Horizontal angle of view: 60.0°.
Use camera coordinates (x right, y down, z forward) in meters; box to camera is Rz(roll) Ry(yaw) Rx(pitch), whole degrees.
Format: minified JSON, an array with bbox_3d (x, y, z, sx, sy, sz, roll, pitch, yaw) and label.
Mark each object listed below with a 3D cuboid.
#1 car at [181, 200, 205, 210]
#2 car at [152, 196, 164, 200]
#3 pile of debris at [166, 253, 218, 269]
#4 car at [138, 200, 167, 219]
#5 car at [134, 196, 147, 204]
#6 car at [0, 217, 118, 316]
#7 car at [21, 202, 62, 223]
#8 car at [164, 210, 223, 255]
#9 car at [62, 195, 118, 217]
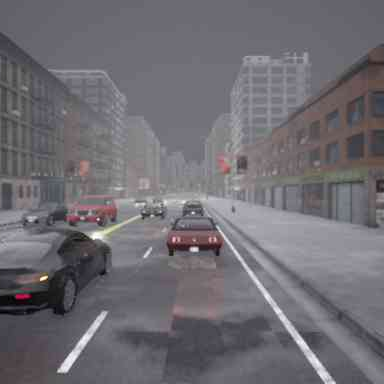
[{"bbox_3d":[0.096,1.501,30.348,1.837,1.490,4.892,0,0,0],"label":"car"},{"bbox_3d":[-6.520,1.487,63.677,1.837,1.490,4.892,0,0,0],"label":"car"},{"bbox_3d":[-0.001,2.174,10.609,1.500,0.140,1.860,0,0,0],"label":"pile of debris"},{"bbox_3d":[-3.154,1.597,28.726,1.895,1.301,4.718,0,0,0],"label":"car"},{"bbox_3d":[-9.769,1.544,63.697,1.994,1.385,4.181,0,0,0],"label":"car"},{"bbox_3d":[-3.156,1.525,7.430,1.812,1.442,4.674,0,0,0],"label":"car"},{"bbox_3d":[-9.850,1.488,22.827,2.128,1.511,4.902,0,0,0],"label":"car"},{"bbox_3d":[0.081,1.599,13.187,1.895,1.301,4.718,0,0,0],"label":"car"},{"bbox_3d":[-6.601,1.218,22.785,2.150,2.045,5.566,0,0,0],"label":"car"}]
